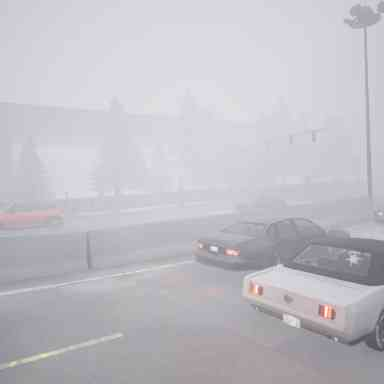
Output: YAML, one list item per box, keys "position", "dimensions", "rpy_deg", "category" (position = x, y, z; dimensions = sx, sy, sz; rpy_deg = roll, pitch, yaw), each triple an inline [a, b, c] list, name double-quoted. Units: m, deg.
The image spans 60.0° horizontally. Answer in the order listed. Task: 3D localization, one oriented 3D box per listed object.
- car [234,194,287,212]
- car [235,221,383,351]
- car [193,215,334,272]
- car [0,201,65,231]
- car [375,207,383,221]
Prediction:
- position: [5.142, 0.842, 24.944]
  dimensions: [4.181, 1.385, 1.994]
  rpy_deg: [-4, 2, -36]
  category: "car"
- position: [3.236, 1.506, 6.080]
  dimensions: [4.718, 1.301, 1.895]
  rpy_deg: [-2, 1, -36]
  category: "car"
- position: [2.601, 1.400, 9.932]
  dimensions: [5.357, 1.411, 2.033]
  rpy_deg: [-3, 1, -36]
  category: "car"
- position: [-9.636, 1.341, 18.625]
  dimensions: [4.553, 1.767, 2.097]
  rpy_deg: [-1, 1, -36]
  category: "car"
- position: [10.749, 0.868, 15.796]
  dimensions: [5.357, 1.411, 2.033]
  rpy_deg: [-4, 2, -36]
  category: "car"
